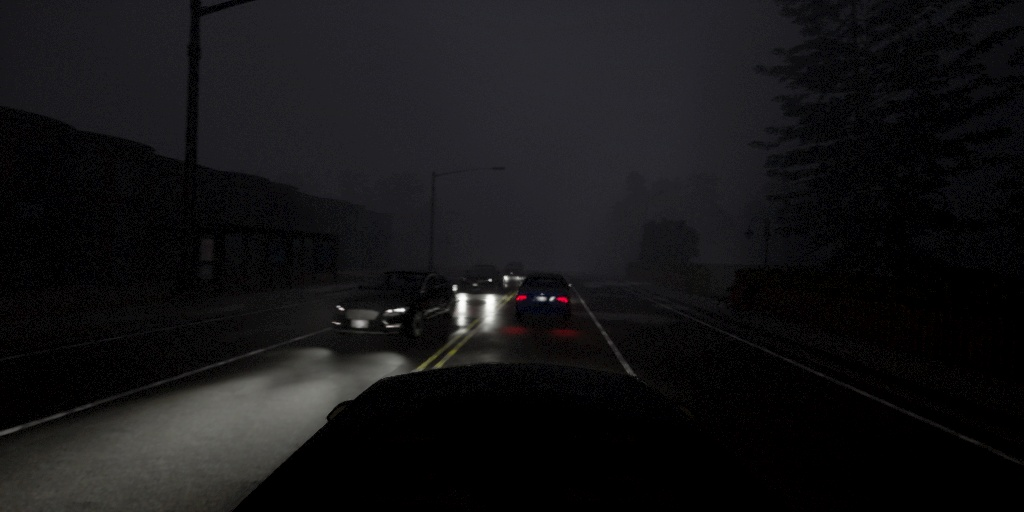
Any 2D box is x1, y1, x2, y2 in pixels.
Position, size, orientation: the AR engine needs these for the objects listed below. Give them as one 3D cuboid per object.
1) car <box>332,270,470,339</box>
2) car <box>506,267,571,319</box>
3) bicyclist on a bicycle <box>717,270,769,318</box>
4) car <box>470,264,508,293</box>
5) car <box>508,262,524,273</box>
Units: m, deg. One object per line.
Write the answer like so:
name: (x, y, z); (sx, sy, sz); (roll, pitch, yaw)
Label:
car: (-2.878, 1.148, 9.860); (2.128, 1.511, 4.902); (2, 0, 6)
car: (1.178, 1.328, 13.117); (2.033, 1.411, 5.357); (2, 0, 7)
bicyclist on a bicycle: (7.857, 1.291, 12.189); (1.656, 1.620, 0.582); (2, 0, 6)
car: (-1.629, 1.215, 20.820); (1.812, 1.442, 4.674); (2, 0, 7)
car: (0.304, 1.288, 37.215); (2.033, 1.411, 5.357); (2, 0, 7)
